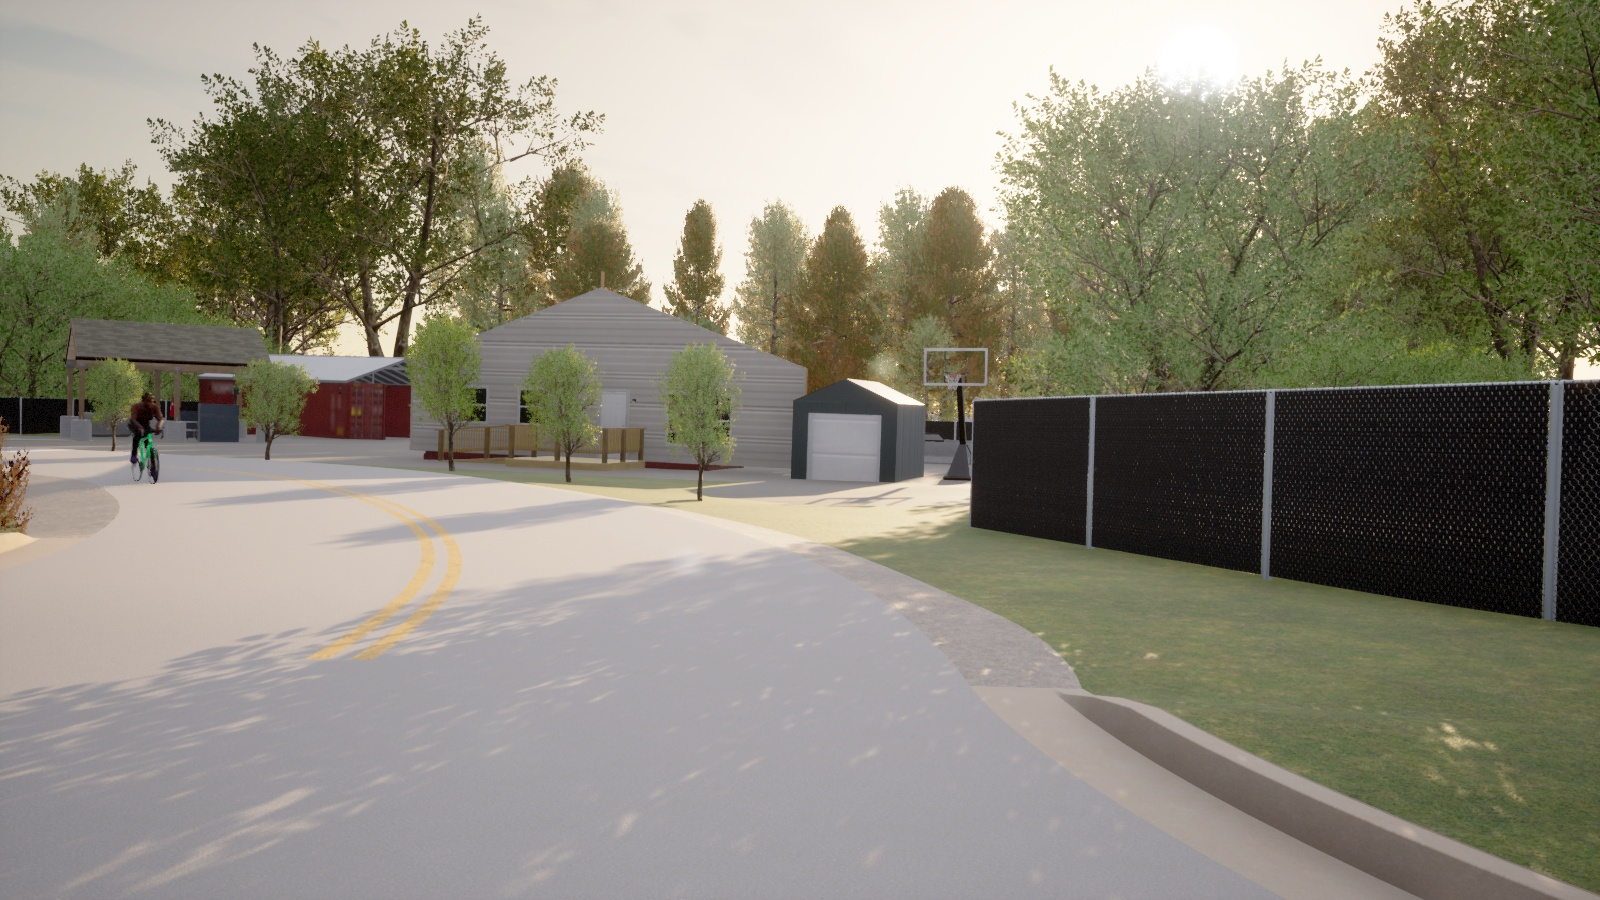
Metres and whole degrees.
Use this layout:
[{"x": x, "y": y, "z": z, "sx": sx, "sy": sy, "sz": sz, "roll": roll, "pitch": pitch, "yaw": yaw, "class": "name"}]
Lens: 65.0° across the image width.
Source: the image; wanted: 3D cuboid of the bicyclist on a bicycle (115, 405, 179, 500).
[{"x": -11.625, "y": 0.013, "z": 22.334, "sx": 0.582, "sy": 1.620, "sz": 1.656, "roll": -2, "pitch": 3, "yaw": -42, "class": "bicyclist on a bicycle"}]
